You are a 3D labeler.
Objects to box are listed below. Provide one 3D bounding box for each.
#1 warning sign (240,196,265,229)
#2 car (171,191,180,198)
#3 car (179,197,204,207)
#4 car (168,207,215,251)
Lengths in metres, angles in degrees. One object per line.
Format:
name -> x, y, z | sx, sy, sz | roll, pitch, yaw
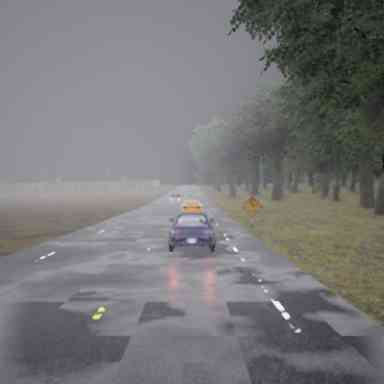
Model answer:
warning sign -> 3.536, 1.157, 19.541 | 1.300, 1.860, 1.060 | 0, 0, 0
car -> -3.525, 0.483, 71.762 | 1.882, 1.535, 5.008 | 0, 2, 0
car -> -0.004, 1.428, 29.437 | 1.882, 1.535, 5.008 | 0, 1, 0
car -> 0.000, 1.584, 14.343 | 1.812, 1.442, 4.674 | 0, 0, 0
